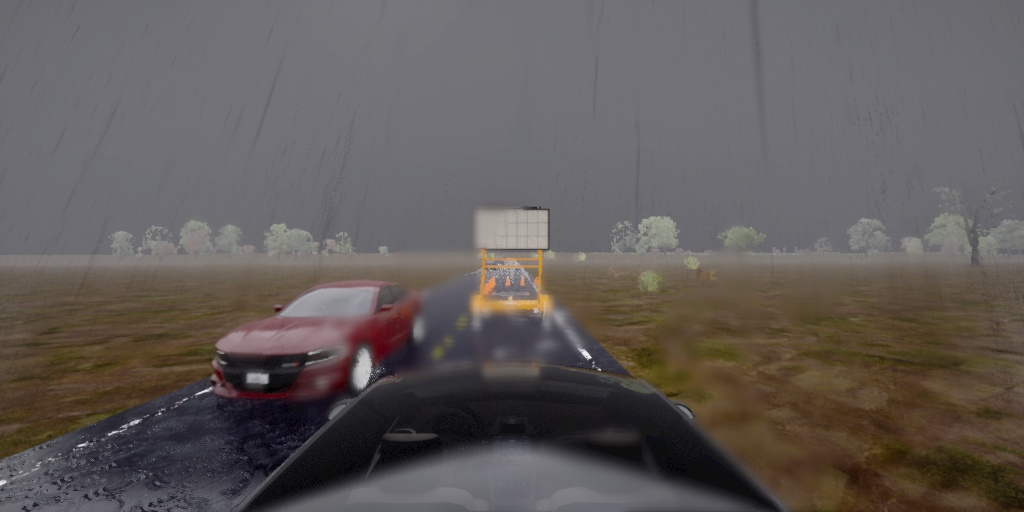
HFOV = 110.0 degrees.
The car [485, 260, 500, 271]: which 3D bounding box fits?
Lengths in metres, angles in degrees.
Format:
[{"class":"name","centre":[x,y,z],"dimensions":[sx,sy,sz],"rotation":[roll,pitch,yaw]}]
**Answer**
[{"class":"car","centre":[-3.097,1.296,49.210],"dimensions":[2.033,1.411,5.357],"rotation":[0,0,0]}]

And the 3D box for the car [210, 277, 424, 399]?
[{"class":"car","centre":[-3.098,1.227,6.870],"dimensions":[1.882,1.535,5.008],"rotation":[0,0,0]}]

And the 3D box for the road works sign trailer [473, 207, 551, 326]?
[{"class":"road works sign trailer","centre":[-0.001,0.214,11.611],"dimensions":[2.380,3.560,2.880],"rotation":[0,0,0]}]
